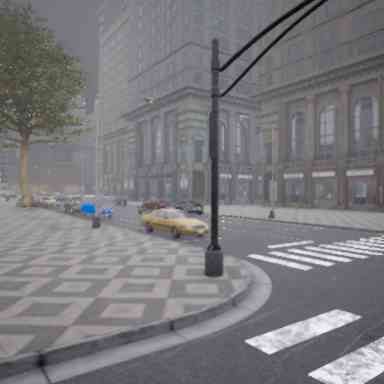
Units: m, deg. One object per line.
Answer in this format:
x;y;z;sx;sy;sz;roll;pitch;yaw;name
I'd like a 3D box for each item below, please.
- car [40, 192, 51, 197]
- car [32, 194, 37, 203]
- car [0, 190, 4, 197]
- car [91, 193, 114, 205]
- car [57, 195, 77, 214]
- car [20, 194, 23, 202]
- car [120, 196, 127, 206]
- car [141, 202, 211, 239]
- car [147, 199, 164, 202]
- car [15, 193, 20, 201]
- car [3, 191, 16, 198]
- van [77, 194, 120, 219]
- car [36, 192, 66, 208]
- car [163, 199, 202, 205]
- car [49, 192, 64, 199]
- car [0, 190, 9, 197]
-36.153;0.620;81.985;1.802;1.307;4.206;1;0;-35;car
-20.475;1.068;44.926;2.008;1.369;4.403;2;0;-35;car
-43.117;0.408;77.073;1.967;1.590;4.097;2;0;-35;car
-13.507;1.028;49.842;1.967;1.590;4.097;2;0;-35;car
-10.770;1.306;31.145;2.008;1.369;4.403;1;0;-35;car
-23.710;0.987;49.519;2.008;1.369;4.403;2;0;-35;car
-10.275;1.220;45.250;2.008;1.369;4.403;2;0;-35;car
-0.965;1.473;17.224;1.752;1.417;4.829;1;0;-35;car
-3.804;1.370;36.062;1.887;1.381;4.507;2;0;-35;car
-26.945;0.907;54.111;2.008;1.369;4.403;2;0;-35;car
-36.646;0.561;67.888;1.967;1.590;4.097;2;0;-35;car
-7.531;1.166;26.553;1.690;1.788;3.998;1;0;-35;van
-17.142;1.127;40.195;1.752;1.417;4.829;2;0;-35;car
-0.571;1.461;31.470;1.947;1.339;4.313;1;0;-35;car
-29.683;0.735;72.801;1.887;1.381;4.507;2;0;-35;car
-46.352;0.332;81.666;1.967;1.590;4.097;2;0;-35;car
